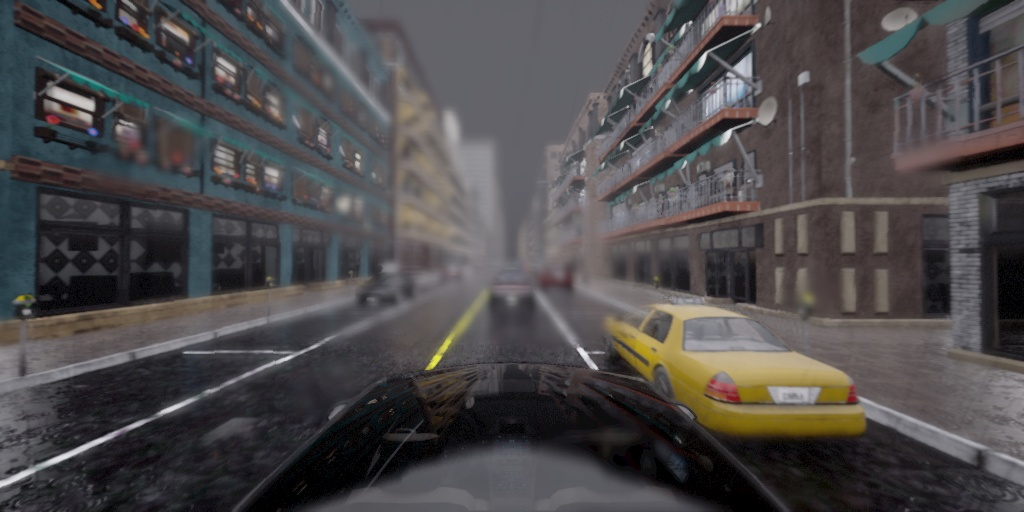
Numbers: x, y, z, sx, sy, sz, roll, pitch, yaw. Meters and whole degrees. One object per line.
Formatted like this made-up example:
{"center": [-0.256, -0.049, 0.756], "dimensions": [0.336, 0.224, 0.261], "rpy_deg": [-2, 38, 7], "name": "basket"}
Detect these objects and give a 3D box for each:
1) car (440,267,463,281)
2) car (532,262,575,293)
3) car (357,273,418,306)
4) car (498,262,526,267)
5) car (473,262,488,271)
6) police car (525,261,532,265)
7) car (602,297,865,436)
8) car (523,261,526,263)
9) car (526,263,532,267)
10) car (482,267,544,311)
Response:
{"center": [-5.688, 1.672, 33.969], "dimensions": [1.802, 1.307, 4.207], "rpy_deg": [0, 0, 0], "name": "car"}
{"center": [2.692, 1.284, 22.607], "dimensions": [2.192, 1.841, 5.009], "rpy_deg": [0, 0, 0], "name": "car"}
{"center": [-5.689, 1.475, 16.922], "dimensions": [1.948, 1.339, 4.313], "rpy_deg": [0, 0, 0], "name": "car"}
{"center": [0.019, 1.558, 30.346], "dimensions": [1.837, 1.490, 4.892], "rpy_deg": [0, 0, 0], "name": "car"}
{"center": [-5.686, 1.940, 62.379], "dimensions": [1.888, 1.381, 4.507], "rpy_deg": [0, 0, 0], "name": "car"}
{"center": [3.136, 1.657, 47.325], "dimensions": [1.930, 1.638, 5.238], "rpy_deg": [0, -1, 0], "name": "police car"}
{"center": [2.691, 1.316, 5.730], "dimensions": [1.751, 1.417, 4.829], "rpy_deg": [0, 0, 0], "name": "car"}
{"center": [3.116, 1.658, 54.186], "dimensions": [2.097, 1.767, 4.553], "rpy_deg": [0, -1, 0], "name": "car"}
{"center": [2.692, 1.640, 33.971], "dimensions": [2.007, 1.370, 4.403], "rpy_deg": [0, 0, 0], "name": "car"}
{"center": [0.018, 1.385, 15.352], "dimensions": [2.128, 1.511, 4.902], "rpy_deg": [0, 0, 0], "name": "car"}
